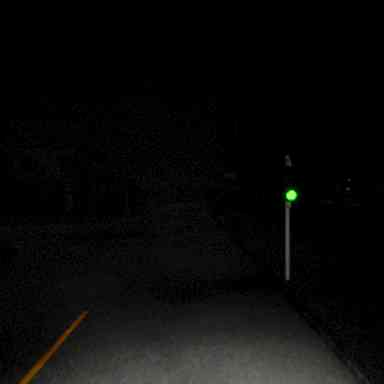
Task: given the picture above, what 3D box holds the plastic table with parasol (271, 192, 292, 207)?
[{"bbox_3d":[15.323,1.297,57.225,2.482,2.480,2.482,0,0,-40],"label":"plastic table with parasol"}]
